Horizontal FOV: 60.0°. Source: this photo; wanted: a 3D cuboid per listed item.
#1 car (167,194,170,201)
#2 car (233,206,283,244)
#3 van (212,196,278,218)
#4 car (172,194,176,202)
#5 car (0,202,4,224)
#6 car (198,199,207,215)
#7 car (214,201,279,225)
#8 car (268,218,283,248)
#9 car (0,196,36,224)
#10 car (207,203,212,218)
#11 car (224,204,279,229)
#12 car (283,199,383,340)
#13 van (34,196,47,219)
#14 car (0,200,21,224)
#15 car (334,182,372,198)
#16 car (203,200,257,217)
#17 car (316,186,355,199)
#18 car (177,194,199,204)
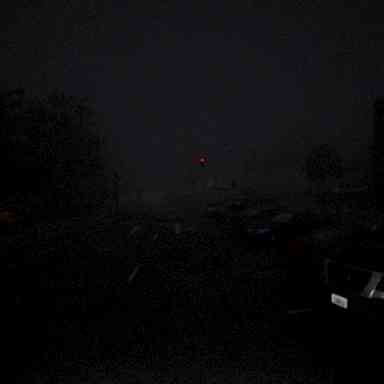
[{"bbox_3d":[-2.876,1.613,88.426,5.566,2.045,2.435,1,0,-29],"label":"car"},{"bbox_3d":[4.497,1.553,14.831,4.674,1.452,2.002,1,0,-22],"label":"car"},{"bbox_3d":[4.013,1.306,23.839,4.442,1.987,1.878,1,0,-23],"label":"van"},{"bbox_3d":[-1.041,1.601,76.516,5.566,2.045,2.435,1,0,-29],"label":"car"},{"bbox_3d":[-13.781,1.554,18.484,5.366,1.575,1.946,-1,0,-22],"label":"car"},{"bbox_3d":[3.603,1.541,29.843,5.366,1.575,1.946,1,0,-24],"label":"car"},{"bbox_3d":[4.267,1.528,20.870,4.892,1.521,2.231,1,0,-23],"label":"car"},{"bbox_3d":[4.654,1.540,8.796,4.674,1.452,2.002,1,0,-21],"label":"car"},{"bbox_3d":[-14.210,1.450,24.336,4.553,1.767,2.185,-1,0,-23],"label":"car"},{"bbox_3d":[3.985,1.415,26.915,4.553,1.767,2.185,1,0,-24],"label":"car"},{"bbox_3d":[4.381,1.560,17.854,4.674,1.452,2.002,1,0,-22],"label":"car"},{"bbox_3d":[4.691,1.242,5.757,5.566,2.045,2.435,1,0,-21],"label":"car"},{"bbox_3d":[-14.310,1.357,27.329,4.442,1.987,1.878,-1,0,-23],"label":"van"},{"bbox_3d":[-14.258,1.567,21.295,5.366,1.575,1.946,-1,0,-23],"label":"car"},{"bbox_3d":[21.750,-0.266,45.026,2.435,2.045,5.566,-6,4,-28],"label":"car"},{"bbox_3d":[3.759,1.589,32.900,4.792,1.488,2.163,1,0,-24],"label":"car"},{"bbox_3d":[18.787,0.311,44.603,2.002,1.452,4.674,-6,4,-29],"label":"car"},{"bbox_3d":[-0.164,1.722,70.565,4.553,1.767,2.185,1,0,-28],"label":"car"}]
